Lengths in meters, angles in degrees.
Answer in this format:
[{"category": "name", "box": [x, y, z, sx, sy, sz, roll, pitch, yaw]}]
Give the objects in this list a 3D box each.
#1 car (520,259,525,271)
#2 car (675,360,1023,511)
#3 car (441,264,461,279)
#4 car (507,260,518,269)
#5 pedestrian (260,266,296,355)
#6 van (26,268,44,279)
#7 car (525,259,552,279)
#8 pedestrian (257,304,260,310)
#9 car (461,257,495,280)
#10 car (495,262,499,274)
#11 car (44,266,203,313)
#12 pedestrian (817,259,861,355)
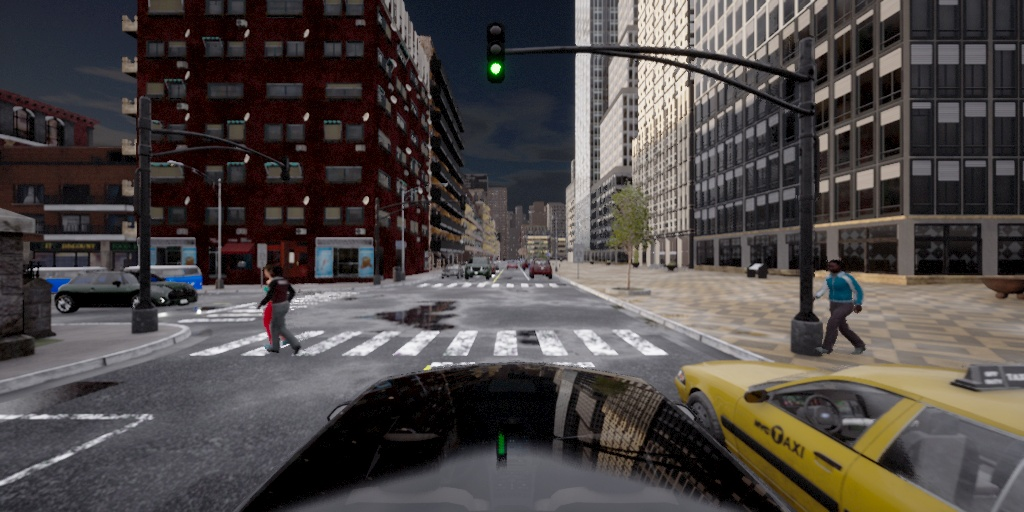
[{"category": "car", "box": [2.742, 1.340, 56.540, 2.192, 1.841, 5.009, 0, 0, 0]}, {"category": "car", "box": [2.689, 1.277, 2.194, 1.751, 1.417, 4.829, 0, 0, 0]}, {"category": "car", "box": [-5.659, 1.454, 34.444, 2.007, 1.370, 4.403, 0, 0, 0]}, {"category": "car", "box": [0.059, 1.632, 63.634, 1.994, 1.385, 4.181, 0, 0, 0]}, {"category": "pedestrian", "box": [-4.809, 1.076, 7.382, 0.375, 1.860, 0.375, 0, 0, 0]}, {"category": "van", "box": [-26.286, 1.567, 21.171, 3.998, 1.789, 1.690, 0, 0, 0]}, {"category": "car", "box": [2.721, 1.218, 34.436, 2.192, 1.841, 5.009, 0, 0, 0]}, {"category": "pedestrian", "box": [-5.270, 1.081, 7.916, 0.375, 1.860, 0.375, 0, 0, 0]}, {"category": "car", "box": [-3.055, 1.120, 33.504, 2.150, 2.045, 5.566, 0, 0, 0]}, {"category": "car", "box": [-3.053, 1.302, 43.322, 2.097, 1.767, 4.553, 0, 0, 0]}, {"category": "car", "box": [-16.421, 1.413, 15.467, 4.553, 1.767, 2.097, -1, 0, -1]}, {"category": "pedestrian", "box": [6.100, 0.913, 6.694, 0.375, 1.860, 0.375, 0, 0, 0]}]
